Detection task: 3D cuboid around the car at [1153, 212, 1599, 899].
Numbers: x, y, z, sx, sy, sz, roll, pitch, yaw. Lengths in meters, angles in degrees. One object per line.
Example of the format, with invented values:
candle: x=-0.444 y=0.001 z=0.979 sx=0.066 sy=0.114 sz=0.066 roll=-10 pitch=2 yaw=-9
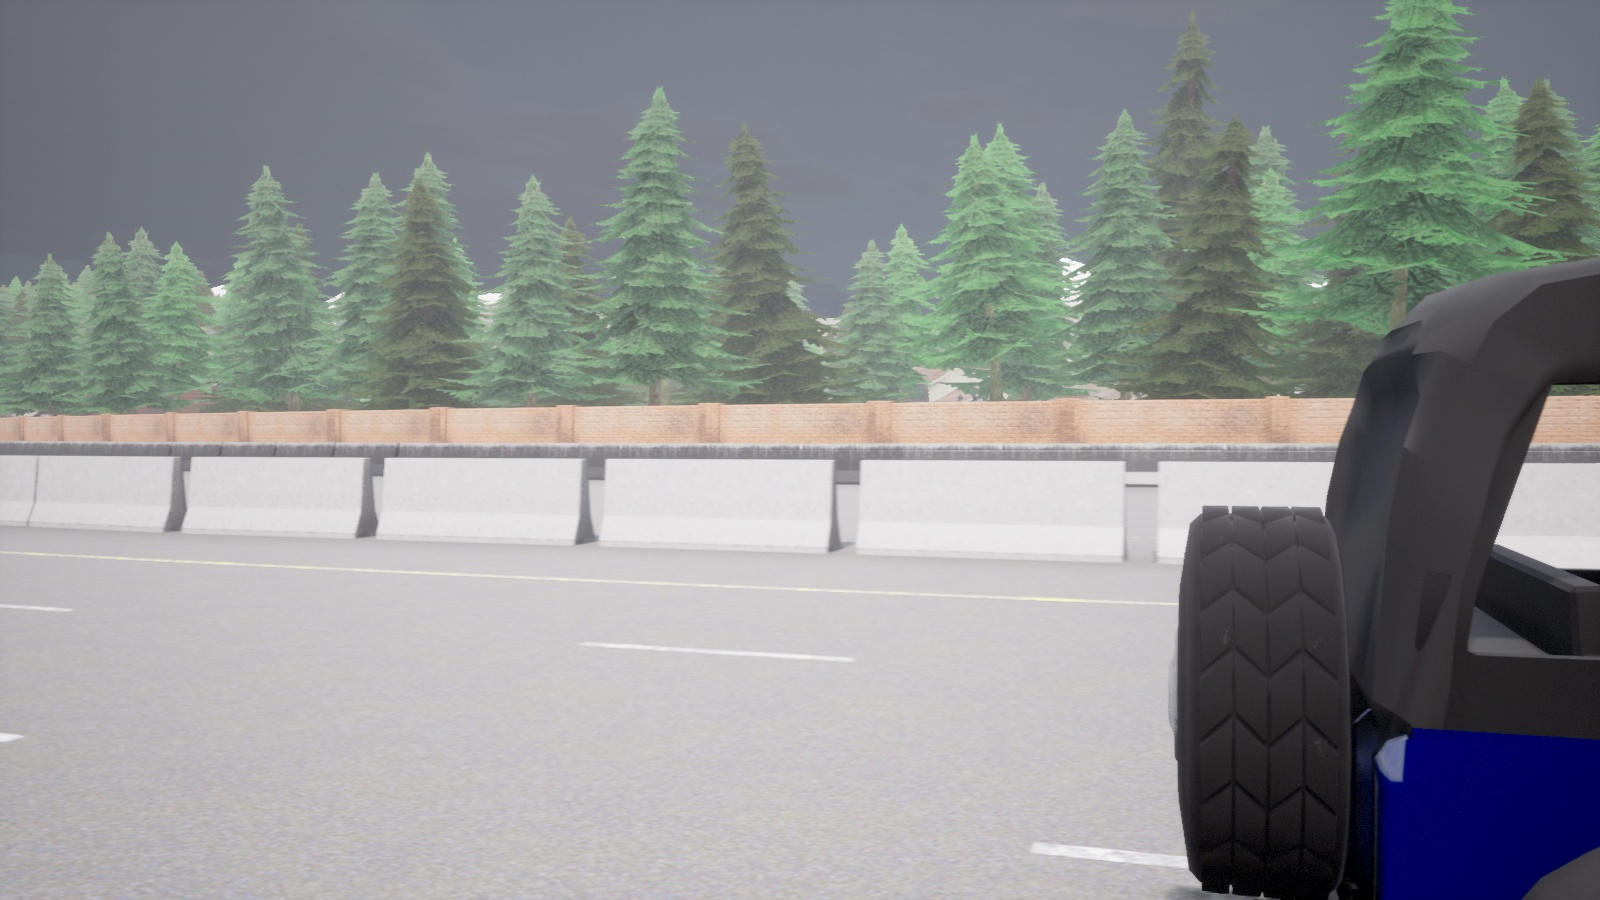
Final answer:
car: x=2.693 y=0.597 z=2.305 sx=3.866 sy=1.878 sz=1.905 roll=1 pitch=1 yaw=18
